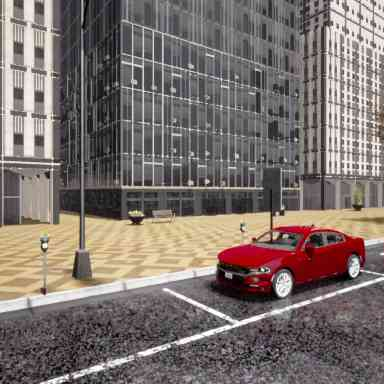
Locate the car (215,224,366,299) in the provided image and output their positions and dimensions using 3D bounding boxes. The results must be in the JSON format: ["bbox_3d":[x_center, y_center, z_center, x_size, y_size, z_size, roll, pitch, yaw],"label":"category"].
[{"bbox_3d":[2.611,1.545,8.426,4.507,1.381,1.887,0,0,-36],"label":"car"}]
